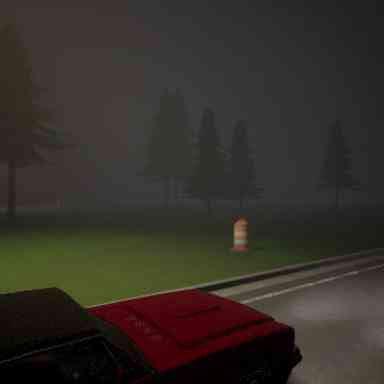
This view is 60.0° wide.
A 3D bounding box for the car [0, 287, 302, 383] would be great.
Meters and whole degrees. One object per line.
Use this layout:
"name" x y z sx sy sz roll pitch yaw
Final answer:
"car" -1.180 1.600 2.905 4.718 1.301 1.895 0 0 -35
